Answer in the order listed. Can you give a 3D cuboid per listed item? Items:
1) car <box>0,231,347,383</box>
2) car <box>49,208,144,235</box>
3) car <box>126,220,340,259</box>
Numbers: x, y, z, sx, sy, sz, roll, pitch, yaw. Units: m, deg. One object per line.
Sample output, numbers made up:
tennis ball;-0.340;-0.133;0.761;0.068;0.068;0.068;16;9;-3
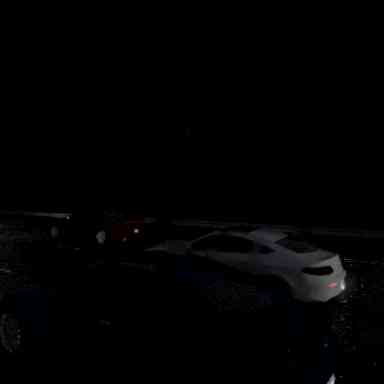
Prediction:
car;-0.641;1.519;4.311;4.674;1.442;1.812;0;0;34
car;-4.407;1.456;15.127;5.008;1.535;1.882;0;0;32
car;0.902;1.514;7.487;4.674;1.442;1.812;0;0;34
